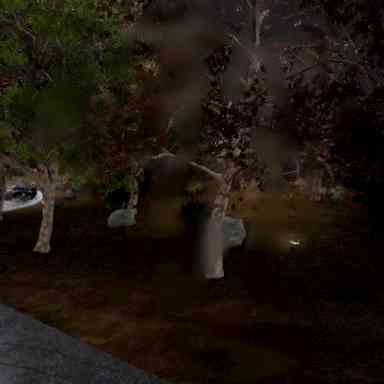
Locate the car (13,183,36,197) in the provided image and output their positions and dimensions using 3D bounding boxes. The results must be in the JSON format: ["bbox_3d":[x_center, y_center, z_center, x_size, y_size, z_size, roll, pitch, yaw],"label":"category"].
[{"bbox_3d":[-17.068,-0.285,34.074,1.895,1.301,4.718,3,4,-23],"label":"car"}]
